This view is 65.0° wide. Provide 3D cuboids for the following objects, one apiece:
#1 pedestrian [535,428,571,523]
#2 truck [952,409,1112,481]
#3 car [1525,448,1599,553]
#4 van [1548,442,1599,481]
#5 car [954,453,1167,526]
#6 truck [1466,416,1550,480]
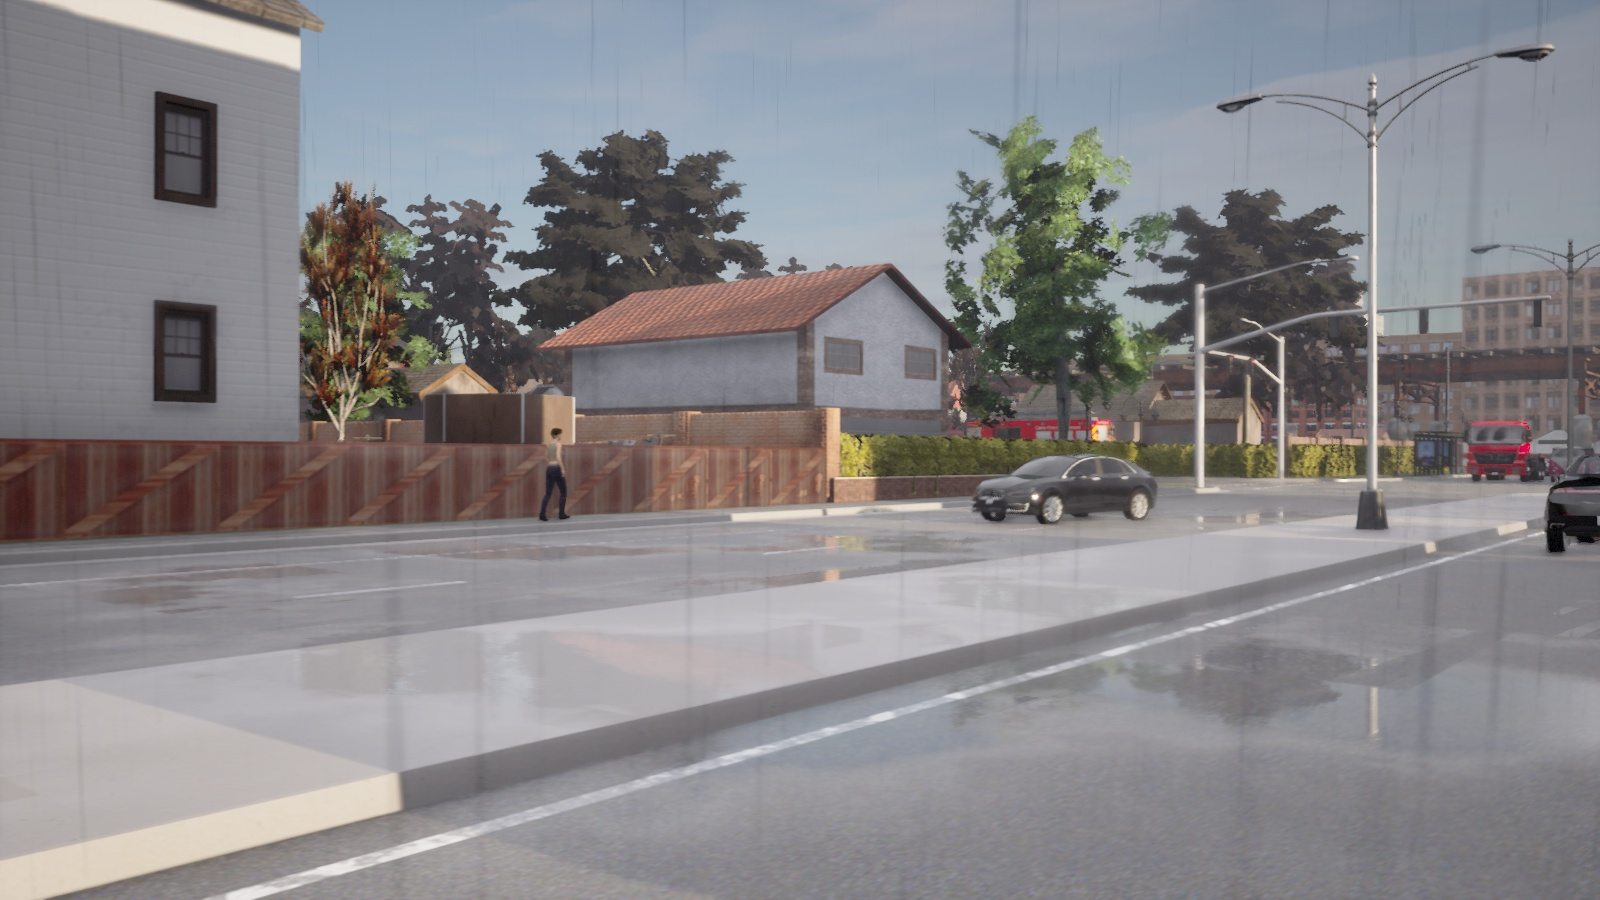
[{"bbox_3d":[-4.842,0.487,24.624,0.345,1.836,0.594,0,0,39],"label":"pedestrian"},{"bbox_3d":[12.939,-0.239,70.628,8.468,3.827,2.891,0,0,39],"label":"truck"},{"bbox_3d":[13.173,0.728,19.920,2.128,1.511,4.902,0,0,39],"label":"car"},{"bbox_3d":[41.526,0.593,67.403,1.775,1.987,4.442,0,0,39],"label":"van"},{"bbox_3d":[5.846,0.819,27.878,4.892,1.490,1.837,0,0,-37],"label":"car"},{"bbox_3d":[40.635,-0.123,71.928,2.891,3.462,7.936,0,0,39],"label":"truck"}]
